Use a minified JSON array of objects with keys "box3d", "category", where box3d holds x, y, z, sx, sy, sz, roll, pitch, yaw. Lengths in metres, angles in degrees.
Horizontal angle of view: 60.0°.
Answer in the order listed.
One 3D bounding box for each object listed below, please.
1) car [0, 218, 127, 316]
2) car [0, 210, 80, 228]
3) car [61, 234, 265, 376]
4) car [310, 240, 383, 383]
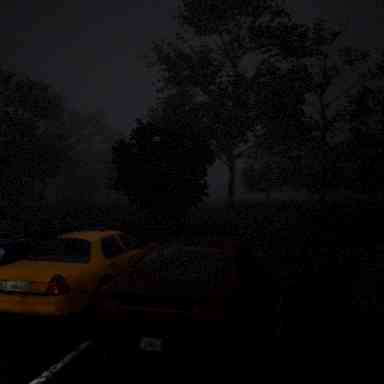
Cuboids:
[{"box3d":[-2.180,1.538,7.837,1.946,1.575,5.366,0,-1,15],"category":"car"},{"box3d":[-4.652,1.438,9.383,2.185,1.767,4.553,0,-1,15],"category":"car"},{"box3d":[0.200,1.512,5.946,2.097,1.535,5.008,0,-1,15],"category":"car"},{"box3d":[2.640,1.487,4.238,2.097,1.535,5.008,0,-1,15],"category":"car"}]
